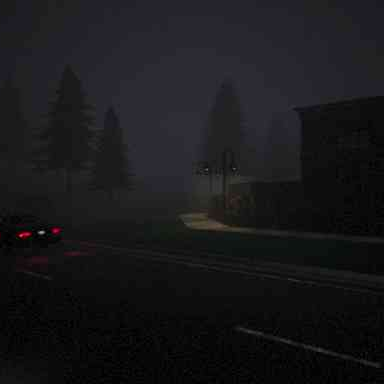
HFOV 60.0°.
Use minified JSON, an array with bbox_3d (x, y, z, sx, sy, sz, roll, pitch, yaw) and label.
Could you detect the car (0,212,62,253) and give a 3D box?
[{"bbox_3d":[-7.563,1.547,13.688,5.357,1.411,2.033,0,0,36],"label":"car"}]
